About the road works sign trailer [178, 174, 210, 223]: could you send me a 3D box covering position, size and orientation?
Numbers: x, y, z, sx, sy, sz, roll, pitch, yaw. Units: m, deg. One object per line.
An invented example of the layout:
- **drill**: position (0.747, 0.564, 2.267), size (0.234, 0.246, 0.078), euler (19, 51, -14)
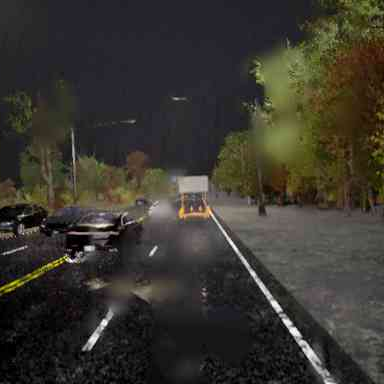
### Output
- **road works sign trailer**: position (0.156, 0.460, 26.108), size (2.380, 3.560, 2.880), euler (-3, 0, 1)

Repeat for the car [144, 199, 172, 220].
- **car**: position (-2.897, 1.648, 30.463), size (1.812, 1.442, 4.674), euler (-3, 0, 0)

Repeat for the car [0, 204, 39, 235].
- **car**: position (-9.742, 1.450, 18.655), size (1.837, 1.490, 4.892), euler (1, 1, 0)

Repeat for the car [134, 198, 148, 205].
- **car**: position (-9.143, 1.760, 59.893), size (2.128, 1.511, 4.902), euler (-3, 0, 1)

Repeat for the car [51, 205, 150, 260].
- **car**: position (-3.055, 1.463, 12.383), size (2.128, 1.511, 4.902), euler (0, 0, 0)

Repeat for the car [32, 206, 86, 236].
- **car**: position (-6.436, 1.514, 18.464), size (2.033, 1.411, 5.357), euler (0, 0, 1)

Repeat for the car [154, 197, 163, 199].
- **car**: position (-5.923, 1.654, 58.489), size (1.812, 1.442, 4.674), euler (-3, 0, 1)
